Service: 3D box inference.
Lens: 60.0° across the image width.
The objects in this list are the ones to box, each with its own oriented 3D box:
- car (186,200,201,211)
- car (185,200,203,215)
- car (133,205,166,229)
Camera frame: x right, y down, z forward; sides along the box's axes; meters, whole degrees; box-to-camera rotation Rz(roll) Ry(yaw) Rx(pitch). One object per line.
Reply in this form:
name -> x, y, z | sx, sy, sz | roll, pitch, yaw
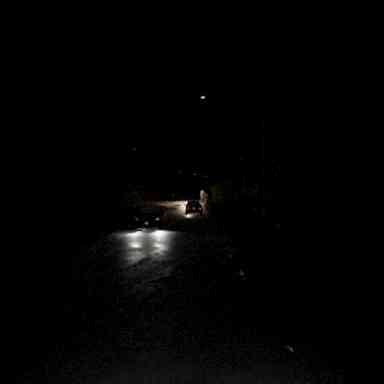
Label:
car -> 0.213, 1.827, 46.359 | 1.895, 1.301, 4.718 | 0, 0, 1
car -> 0.204, 1.727, 35.753 | 2.033, 1.411, 5.357 | 0, 0, 1
car -> -2.776, 1.645, 22.668 | 1.812, 1.442, 4.674 | 0, 0, 0
